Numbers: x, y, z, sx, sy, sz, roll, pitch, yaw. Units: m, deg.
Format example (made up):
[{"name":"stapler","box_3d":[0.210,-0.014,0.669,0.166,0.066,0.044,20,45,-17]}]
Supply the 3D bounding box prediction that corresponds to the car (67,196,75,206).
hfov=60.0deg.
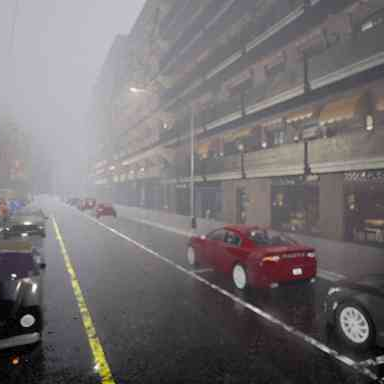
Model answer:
[{"name":"car","box_3d":[-19.265,1.624,55.354,1.947,1.339,4.313,0,0,-24]}]

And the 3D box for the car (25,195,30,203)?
[{"name":"car","box_3d":[-26.923,1.625,51.950,1.947,1.339,4.313,0,0,-24]}]

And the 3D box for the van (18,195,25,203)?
[{"name":"van","box_3d":[-22.349,1.383,41.661,1.690,1.788,3.998,0,0,-24]}]

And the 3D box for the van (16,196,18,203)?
[{"name":"van","box_3d":[-17.775,1.366,31.370,1.690,1.788,3.998,0,0,-24]}]

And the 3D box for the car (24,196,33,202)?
[{"name":"car","box_3d":[-40.644,1.679,82.819,1.887,1.381,4.507,0,0,-24]}]

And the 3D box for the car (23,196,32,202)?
[{"name":"car","box_3d":[-38.357,1.702,77.674,1.802,1.307,4.206,0,0,-24]}]

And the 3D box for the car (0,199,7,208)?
[{"name":"car","box_3d":[-13.200,1.449,21.080,1.967,1.590,4.097,0,0,-24]}]

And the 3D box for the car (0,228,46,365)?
[{"name":"car","box_3d":[-3.471,1.601,5.573,1.895,1.301,4.718,0,0,-24]}]

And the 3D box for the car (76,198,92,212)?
[{"name":"car","box_3d":[-12.404,1.473,39.919,1.967,1.590,4.097,0,0,-24]}]

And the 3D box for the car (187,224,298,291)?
[{"name":"car","box_3d":[1.317,1.544,9.051,1.887,1.381,4.507,0,0,-24]}]

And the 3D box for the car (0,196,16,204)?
[{"name":"car","box_3d":[-15.488,1.332,26.225,2.192,1.841,5.009,0,0,-24]}]

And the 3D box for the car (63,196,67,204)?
[{"name":"car","box_3d":[-23.838,1.520,65.644,1.967,1.590,4.097,0,0,-24]}]

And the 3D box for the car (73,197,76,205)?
[{"name":"car","box_3d":[-14.691,1.623,45.064,1.802,1.307,4.206,0,0,-24]}]

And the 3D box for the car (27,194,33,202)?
[{"name":"car","box_3d":[-31.496,1.395,62.240,2.192,1.841,5.009,0,0,-24]}]

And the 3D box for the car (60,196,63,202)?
[{"name":"car","box_3d":[-28.481,1.631,76.089,1.752,1.417,4.829,0,0,-24]}]

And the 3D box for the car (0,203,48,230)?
[{"name":"car","box_3d":[-8.672,1.550,17.516,2.033,1.411,5.357,0,0,-24]}]

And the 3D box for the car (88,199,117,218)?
[{"name":"car","box_3d":[-7.830,1.598,29.628,1.802,1.307,4.206,0,0,-24]}]

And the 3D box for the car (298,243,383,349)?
[{"name":"car","box_3d":[3.604,1.550,3.906,2.008,1.369,4.403,0,0,-24]}]

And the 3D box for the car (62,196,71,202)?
[{"name":"car","box_3d":[-30.699,1.701,81.079,1.802,1.307,4.206,0,0,-24]}]
